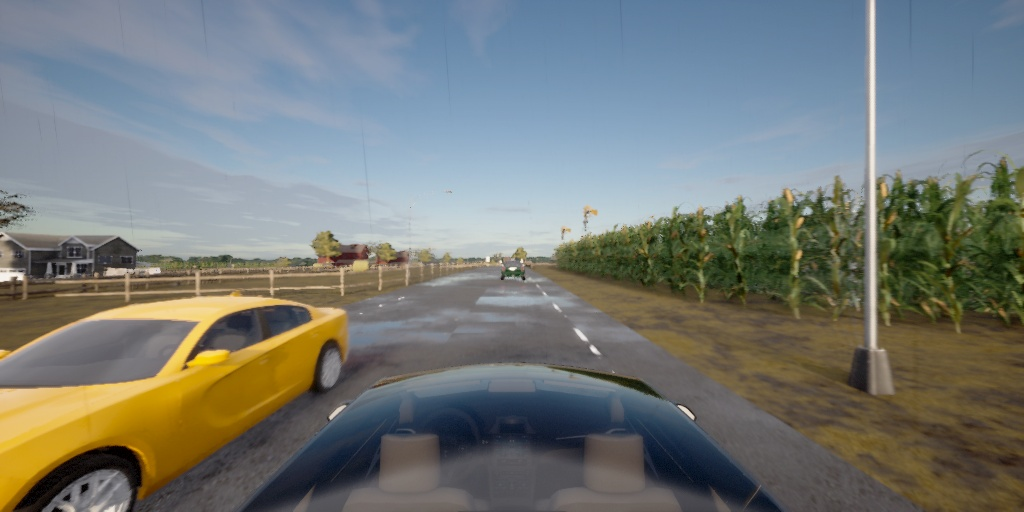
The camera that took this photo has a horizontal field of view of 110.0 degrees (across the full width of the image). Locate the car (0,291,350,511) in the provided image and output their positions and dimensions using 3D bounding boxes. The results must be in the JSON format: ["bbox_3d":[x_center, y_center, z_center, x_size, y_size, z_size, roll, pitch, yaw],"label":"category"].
[{"bbox_3d":[-3.599,1.228,3.853,1.882,1.535,5.008,0,0,0],"label":"car"}]

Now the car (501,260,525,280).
[{"bbox_3d":[0.087,1.158,32.557,2.097,1.767,4.553,0,0,0],"label":"car"}]
